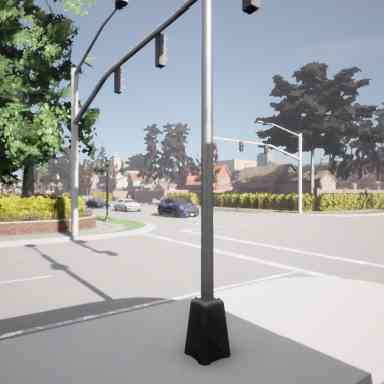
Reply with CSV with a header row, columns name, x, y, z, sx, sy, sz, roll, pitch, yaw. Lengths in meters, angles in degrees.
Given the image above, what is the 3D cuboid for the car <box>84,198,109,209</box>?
name,x,y,z,sx,sy,sz,roll,pitch,yaw
car,-13.174,1.547,46.360,2.033,1.411,5.357,0,0,-36

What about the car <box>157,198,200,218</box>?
name,x,y,z,sx,sy,sz,roll,pitch,yaw
car,-1.293,1.351,29.938,2.097,1.767,4.553,0,0,-36

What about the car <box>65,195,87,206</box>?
name,x,y,z,sx,sy,sz,roll,pitch,yaw
car,-19.018,1.352,54.455,2.097,1.767,4.553,0,0,-36

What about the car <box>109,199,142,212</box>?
name,x,y,z,sx,sy,sz,roll,pitch,yaw
car,-7.515,1.526,38.540,1.812,1.442,4.674,0,0,-36
